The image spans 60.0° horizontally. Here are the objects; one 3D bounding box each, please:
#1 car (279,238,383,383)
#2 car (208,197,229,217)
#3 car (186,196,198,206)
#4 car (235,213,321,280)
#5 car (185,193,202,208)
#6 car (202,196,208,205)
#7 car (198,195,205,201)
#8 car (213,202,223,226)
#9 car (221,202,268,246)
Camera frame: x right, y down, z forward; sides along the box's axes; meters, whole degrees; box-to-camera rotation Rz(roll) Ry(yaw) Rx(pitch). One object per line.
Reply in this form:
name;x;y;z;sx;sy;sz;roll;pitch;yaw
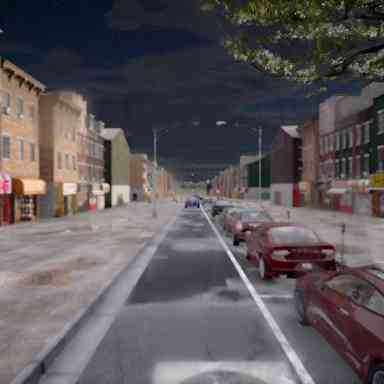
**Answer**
car;2.625;1.583;4.281;1.802;1.307;4.206;-1;0;0
car;2.756;1.503;30.926;1.882;1.535;5.008;0;0;0
car;0.011;1.547;57.836;1.882;1.535;5.008;0;0;0
car;2.625;1.548;9.827;1.887;1.381;4.507;-1;0;0
car;0.047;1.404;48.239;2.097;1.767;4.553;0;0;1
car;2.633;1.623;59.737;2.008;1.369;4.403;-1;0;0
car;2.638;1.689;92.182;1.887;1.381;4.507;-1;0;0
car;2.627;1.563;20.917;2.008;1.369;4.403;-1;0;0
car;2.623;1.448;15.372;1.967;1.590;4.097;-1;0;0
